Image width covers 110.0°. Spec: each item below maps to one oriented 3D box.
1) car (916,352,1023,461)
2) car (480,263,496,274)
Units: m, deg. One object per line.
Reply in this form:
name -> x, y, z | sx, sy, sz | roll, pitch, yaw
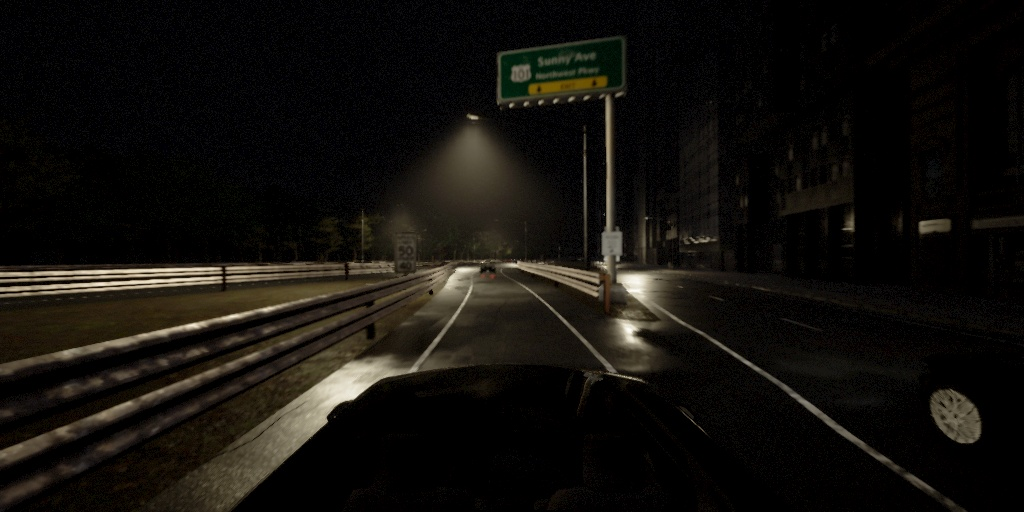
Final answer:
car -> 5.374, 1.306, 2.128 | 1.882, 1.535, 5.008 | 0, 0, 12
car -> -2.952, 1.490, 44.418 | 1.895, 1.301, 4.718 | 0, 0, -3
